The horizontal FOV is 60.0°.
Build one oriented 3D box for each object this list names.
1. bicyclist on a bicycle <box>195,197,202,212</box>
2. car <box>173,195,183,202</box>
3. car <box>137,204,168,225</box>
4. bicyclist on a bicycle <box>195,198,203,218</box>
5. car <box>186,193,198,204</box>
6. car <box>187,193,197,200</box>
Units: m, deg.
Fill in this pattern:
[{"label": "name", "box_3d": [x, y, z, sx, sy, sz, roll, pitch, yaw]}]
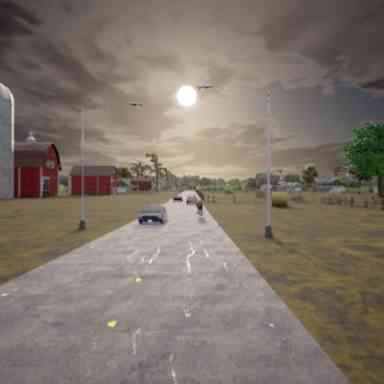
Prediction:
[{"label": "bicyclist on a bicycle", "box_3d": [0.750, 1.447, 38.505, 0.866, 1.612, 1.509, 0, 0, 1]}, {"label": "car", "box_3d": [-2.759, 1.224, 65.209, 1.895, 1.301, 4.718, 0, 1, 0]}, {"label": "car", "box_3d": [-2.849, 1.603, 25.208, 2.033, 1.411, 5.357, 0, 0, 0]}, {"label": "bicyclist on a bicycle", "box_3d": [0.756, 1.505, 29.435, 0.582, 1.620, 1.656, 0, -1, 0]}, {"label": "car", "box_3d": [0.023, 1.316, 58.548, 1.994, 1.385, 4.181, 0, 1, 0]}, {"label": "car", "box_3d": [0.002, 0.980, 74.873, 2.033, 1.411, 5.357, 0, 1, 0]}]
